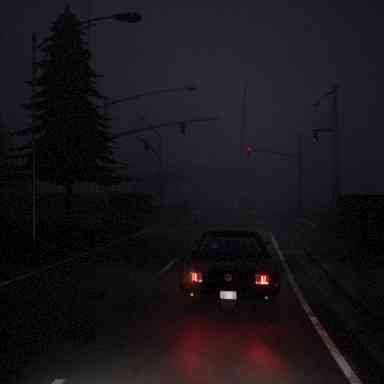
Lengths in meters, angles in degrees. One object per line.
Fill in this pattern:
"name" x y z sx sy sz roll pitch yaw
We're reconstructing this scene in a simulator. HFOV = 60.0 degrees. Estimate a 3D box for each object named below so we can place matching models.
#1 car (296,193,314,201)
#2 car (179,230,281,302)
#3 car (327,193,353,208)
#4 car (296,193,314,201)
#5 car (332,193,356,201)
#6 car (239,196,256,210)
"car" 26.057 1.361 76.777 3.806 1.475 1.970 0 0 10
"car" 0.979 1.601 8.289 1.895 1.301 4.718 0 0 8
"car" 20.189 1.330 43.026 5.027 1.636 2.152 0 0 10
"car" 27.233 1.077 79.946 3.866 1.878 1.905 0 0 10
"car" 34.415 1.097 75.350 4.605 1.855 1.932 0 0 10
"car" 7.177 1.352 43.231 2.097 1.767 4.553 0 0 10
